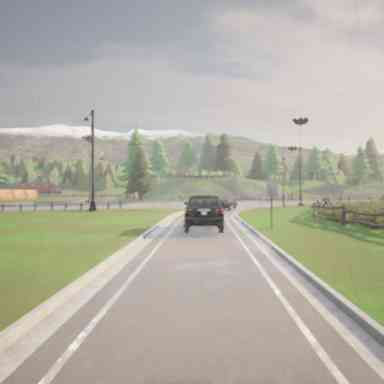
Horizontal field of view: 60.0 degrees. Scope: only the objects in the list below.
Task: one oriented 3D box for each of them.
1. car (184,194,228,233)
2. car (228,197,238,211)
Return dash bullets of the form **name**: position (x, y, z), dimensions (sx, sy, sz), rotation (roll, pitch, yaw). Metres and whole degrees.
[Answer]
- **car**: position (0.713, 1.150, 19.455), dimensions (2.150, 2.045, 5.566), rotation (0, 0, 2)
- **car**: position (4.014, 1.360, 38.501), dimensions (1.837, 1.490, 4.892), rotation (-1, 0, 22)
